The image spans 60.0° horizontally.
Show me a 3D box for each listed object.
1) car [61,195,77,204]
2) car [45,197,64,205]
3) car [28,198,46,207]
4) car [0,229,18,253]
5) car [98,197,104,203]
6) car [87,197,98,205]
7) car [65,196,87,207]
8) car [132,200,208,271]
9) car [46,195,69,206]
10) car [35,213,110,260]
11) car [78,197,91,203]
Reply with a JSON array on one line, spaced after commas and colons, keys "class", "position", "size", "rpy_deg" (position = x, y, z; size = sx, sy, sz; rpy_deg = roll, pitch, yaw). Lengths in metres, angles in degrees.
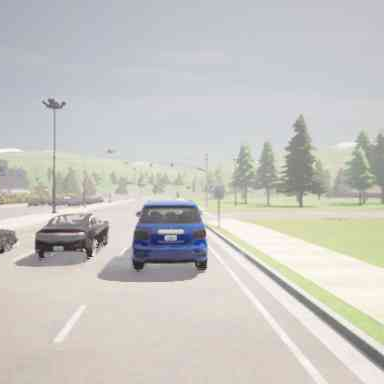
[{"class": "car", "position": [-29.142, 1.653, 79.238], "size": [2.150, 2.045, 5.566], "rpy_deg": [0, 0, -4]}, {"class": "car", "position": [-28.371, 1.900, 68.831], "size": [2.128, 1.511, 4.902], "rpy_deg": [0, 0, -4]}, {"class": "car", "position": [-27.730, 1.833, 59.721], "size": [1.837, 1.490, 4.892], "rpy_deg": [0, 0, -4]}, {"class": "car", "position": [-7.750, 1.611, 10.927], "size": [2.033, 1.411, 5.357], "rpy_deg": [0, 0, -4]}, {"class": "car", "position": [-22.083, 1.971, 78.693], "size": [1.994, 1.385, 4.181], "rpy_deg": [0, 0, -4]}, {"class": "car", "position": [-21.337, 1.845, 68.631], "size": [1.882, 1.535, 5.008], "rpy_deg": [0, 0, -4]}, {"class": "car", "position": [-20.719, 1.847, 59.568], "size": [1.812, 1.442, 4.674], "rpy_deg": [0, 0, -4]}, {"class": "car", "position": [-0.756, 1.283, 11.324], "size": [2.150, 2.045, 5.566], "rpy_deg": [0, 0, -4]}, {"class": "car", "position": [-24.284, 1.834, 60.492], "size": [1.837, 1.490, 4.892], "rpy_deg": [0, 0, -4]}, {"class": "car", "position": [-4.399, 1.562, 12.855], "size": [2.128, 1.511, 4.902], "rpy_deg": [0, 0, -5]}, {"class": "car", "position": [-25.666, 1.980, 79.684], "size": [1.994, 1.385, 4.181], "rpy_deg": [0, 0, -4]}]
